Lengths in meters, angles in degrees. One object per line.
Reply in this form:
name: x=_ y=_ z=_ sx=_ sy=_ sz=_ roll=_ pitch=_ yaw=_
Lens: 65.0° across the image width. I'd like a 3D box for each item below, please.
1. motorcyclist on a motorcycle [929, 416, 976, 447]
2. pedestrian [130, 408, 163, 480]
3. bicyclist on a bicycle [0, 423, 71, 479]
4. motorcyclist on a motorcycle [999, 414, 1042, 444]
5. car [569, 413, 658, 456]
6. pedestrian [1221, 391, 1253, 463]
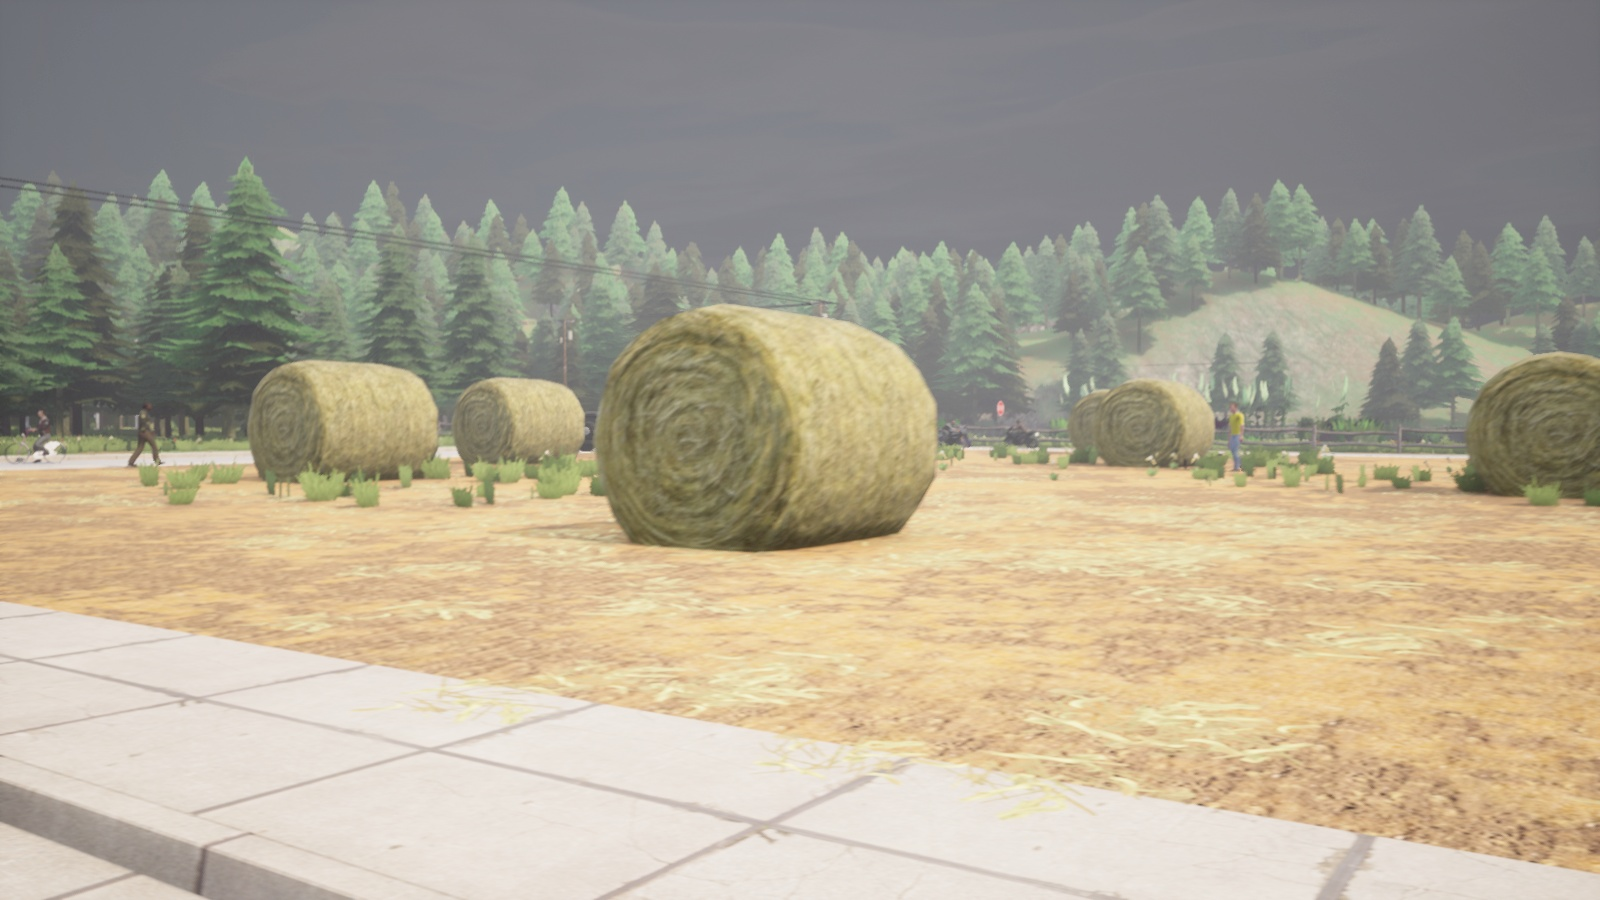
motorcyclist on a motorcycle: x=7.694 y=-0.932 z=63.272 sx=2.191 sy=1.530 sz=0.866 roll=0 pitch=2 yaw=37
pedestrian: x=-17.727 y=-0.168 z=34.056 sx=0.692 sy=1.930 sz=0.395 roll=-2 pitch=2 yaw=-38
bicyclist on a bicycle: x=-24.967 y=0.007 z=41.032 sx=0.659 sy=1.776 sz=1.843 roll=0 pitch=2 yaw=35
motorcyclist on a motorcycle: x=11.393 y=-1.082 z=64.843 sx=2.044 sy=1.523 sz=0.797 roll=0 pitch=2 yaw=37
car: x=-8.651 y=-0.758 z=58.461 sx=1.905 sy=1.878 sz=3.866 roll=0 pitch=2 yaw=35
pedestrian: x=11.358 y=-0.599 z=32.633 sx=0.706 sy=1.836 sz=0.354 roll=-1 pitch=1 yaw=-12
